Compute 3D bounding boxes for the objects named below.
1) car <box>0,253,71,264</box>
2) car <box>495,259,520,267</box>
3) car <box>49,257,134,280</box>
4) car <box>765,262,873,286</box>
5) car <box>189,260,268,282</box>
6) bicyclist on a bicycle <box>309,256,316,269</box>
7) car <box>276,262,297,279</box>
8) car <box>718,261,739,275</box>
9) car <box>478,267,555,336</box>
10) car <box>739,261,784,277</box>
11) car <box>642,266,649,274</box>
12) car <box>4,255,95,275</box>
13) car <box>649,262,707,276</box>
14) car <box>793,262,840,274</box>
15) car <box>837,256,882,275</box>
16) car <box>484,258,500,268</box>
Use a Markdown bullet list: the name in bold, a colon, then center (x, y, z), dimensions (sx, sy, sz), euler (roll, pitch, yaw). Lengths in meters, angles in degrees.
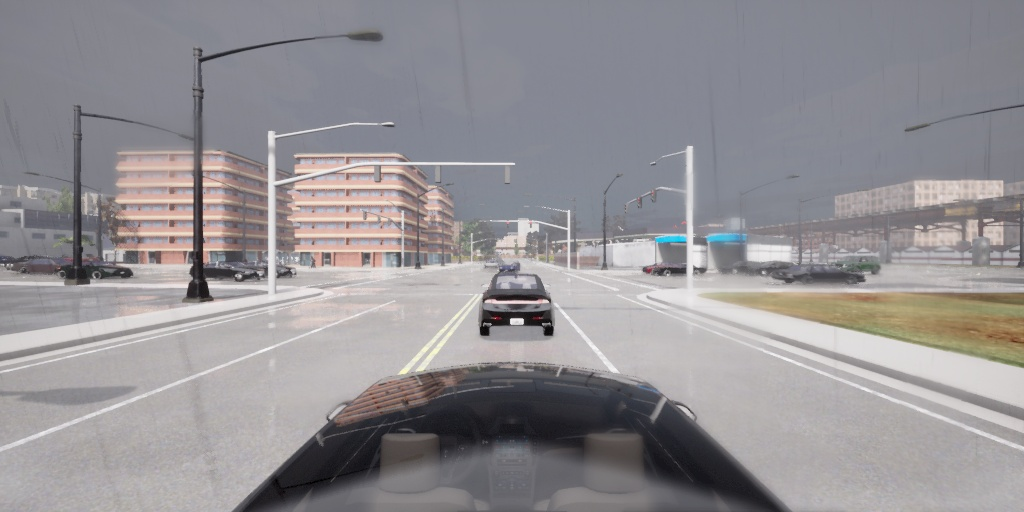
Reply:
- **car**: center (-50.395, 0.628, 37.891), dimensions (4.892, 1.490, 1.837), euler (1, 0, 2)
- **car**: center (-0.223, 1.328, 41.887), dimensions (1.895, 1.301, 4.718), euler (0, 0, 10)
- **car**: center (-31.039, 1.033, 26.767), dimensions (4.181, 1.385, 1.994), euler (1, 0, 1)
- **car**: center (21.186, 1.297, 24.906), dimensions (5.357, 1.411, 2.033), euler (0, 0, 0)
- **car**: center (-20.961, 1.109, 26.520), dimensions (4.902, 1.511, 2.128), euler (1, 0, 1)
- **bicyclist on a bicycle**: center (-25.949, 0.844, 46.637), dimensions (0.582, 1.620, 1.656), euler (1, 0, 1)
- **car**: center (-20.674, 1.109, 30.011), dimensions (4.902, 1.511, 2.128), euler (1, 0, 1)
- **car**: center (25.201, 1.255, 39.290), dimensions (4.892, 1.490, 1.837), euler (0, 0, -5)
- **car**: center (0.117, 1.242, 10.365), dimensions (2.128, 1.511, 4.902), euler (0, 0, 0)
- **car**: center (25.897, 1.255, 35.838), dimensions (4.892, 1.490, 1.837), euler (0, 0, -5)
- **car**: center (16.456, 1.314, 39.209), dimensions (4.181, 1.385, 1.994), euler (0, 0, 1)
- **car**: center (-38.936, 0.876, 30.465), dimensions (5.357, 1.411, 2.033), euler (1, 0, 1)
- **car**: center (16.619, 1.351, 35.681), dimensions (4.718, 1.301, 1.895), euler (0, 0, 0)
- **car**: center (34.865, 1.351, 41.067), dimensions (4.718, 1.301, 1.895), euler (0, 0, -19)
- **car**: center (36.311, 0.971, 37.898), dimensions (5.566, 2.045, 2.150), euler (0, 0, -19)
- **car**: center (-3.347, 1.351, 55.931), dimensions (1.895, 1.301, 4.718), euler (0, 0, 0)
